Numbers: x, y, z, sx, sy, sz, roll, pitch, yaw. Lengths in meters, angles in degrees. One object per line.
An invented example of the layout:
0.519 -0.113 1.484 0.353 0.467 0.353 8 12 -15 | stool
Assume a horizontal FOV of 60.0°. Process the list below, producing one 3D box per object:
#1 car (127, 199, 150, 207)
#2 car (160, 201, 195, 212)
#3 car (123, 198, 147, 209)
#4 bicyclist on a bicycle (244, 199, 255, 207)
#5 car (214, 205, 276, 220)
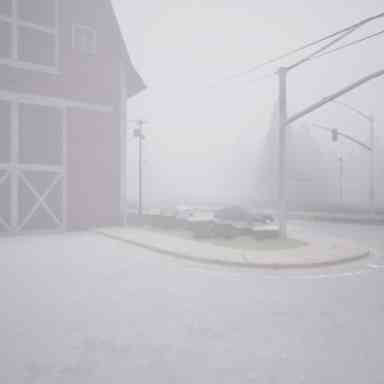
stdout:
-6.876 1.661 41.075 2.128 1.511 4.902 0 0 -34 | car
-1.584 1.674 33.358 1.812 1.442 4.674 0 0 -34 | car
-8.625 1.726 50.151 1.812 1.442 4.674 0 0 -34 | car
6.175 1.457 35.084 1.656 1.620 0.582 46 -25 -23 | bicyclist on a bicycle
3.831 1.673 25.464 2.033 1.411 5.357 0 0 -34 | car
